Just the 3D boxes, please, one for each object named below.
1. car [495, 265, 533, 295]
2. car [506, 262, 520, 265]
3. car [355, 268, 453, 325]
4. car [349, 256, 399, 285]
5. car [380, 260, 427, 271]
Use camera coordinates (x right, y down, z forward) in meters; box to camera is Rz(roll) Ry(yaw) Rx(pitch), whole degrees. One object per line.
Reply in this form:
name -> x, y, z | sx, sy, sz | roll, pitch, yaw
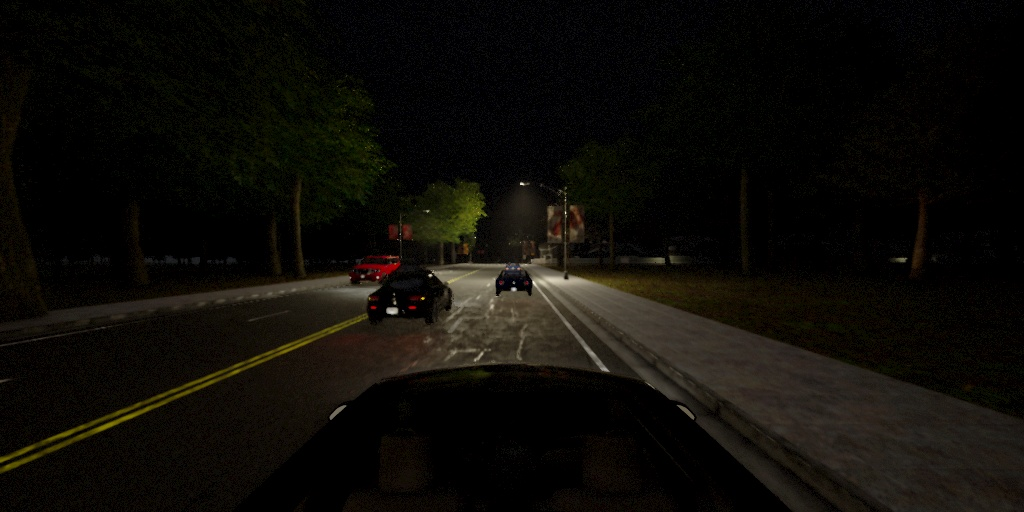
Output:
car -> 0.100, 1.363, 19.801 | 1.895, 1.301, 4.718 | 0, 0, 0
car -> 0.104, 1.355, 39.061 | 2.033, 1.411, 5.357 | 0, 0, 0
car -> -3.149, 1.278, 11.736 | 1.812, 1.442, 4.674 | 0, 0, 0
car -> -9.835, 0.994, 26.401 | 2.150, 2.045, 5.566 | 0, 0, 0
car -> -6.590, 1.245, 23.331 | 1.882, 1.535, 5.008 | 0, 0, 0
